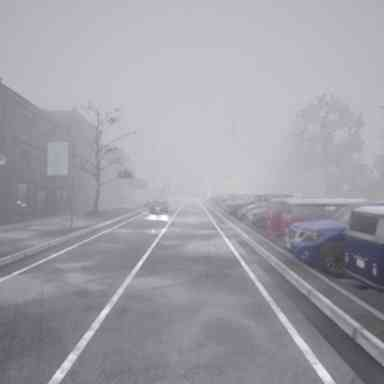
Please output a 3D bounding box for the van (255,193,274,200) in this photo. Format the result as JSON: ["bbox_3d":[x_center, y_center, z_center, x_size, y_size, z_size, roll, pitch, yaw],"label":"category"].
[{"bbox_3d":[18.736,1.131,85.768,4.442,1.987,1.878,0,0,0],"label":"van"}]

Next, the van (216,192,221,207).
[{"bbox_3d":[5.509,1.192,40.846,4.442,1.987,1.878,0,0,0],"label":"van"}]

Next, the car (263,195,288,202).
[{"bbox_3d":[18.632,1.353,74.625,5.008,1.535,2.097,0,0,0],"label":"car"}]

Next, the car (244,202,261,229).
[{"bbox_3d":[5.664,1.482,18.421,4.892,1.521,2.231,0,0,0],"label":"car"}]

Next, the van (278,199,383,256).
[{"bbox_3d":[5.798,1.271,12.814,4.442,1.987,1.878,0,0,0],"label":"van"}]

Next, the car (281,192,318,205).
[{"bbox_3d":[18.642,1.113,57.916,5.566,2.045,2.435,0,0,0],"label":"car"}]

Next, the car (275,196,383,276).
[{"bbox_3d":[5.659,1.254,10.009,5.566,2.045,2.435,0,0,0],"label":"car"}]

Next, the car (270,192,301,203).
[{"bbox_3d":[18.626,1.100,66.271,5.566,2.045,2.435,0,0,0],"label":"car"}]

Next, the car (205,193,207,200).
[{"bbox_3d":[5.546,1.387,66.074,4.792,1.488,2.163,0,0,0],"label":"car"}]

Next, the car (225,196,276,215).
[{"bbox_3d":[5.611,1.316,32.437,4.553,1.767,2.185,0,0,0],"label":"car"}]

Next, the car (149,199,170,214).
[{"bbox_3d":[-3.272,1.456,34.460,2.128,1.511,4.902,0,0,0],"label":"car"}]

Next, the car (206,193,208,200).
[{"bbox_3d":[5.581,1.364,60.466,5.008,1.535,2.097,0,0,0],"label":"car"}]

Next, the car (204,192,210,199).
[{"bbox_3d":[5.565,1.357,68.872,4.892,1.521,2.231,0,0,0],"label":"car"}]

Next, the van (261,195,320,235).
[{"bbox_3d":[5.793,1.263,15.617,4.442,1.987,1.878,0,0,0],"label":"van"}]

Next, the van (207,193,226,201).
[{"bbox_3d":[5.669,1.133,77.287,4.442,1.987,1.878,0,0,0],"label":"van"}]

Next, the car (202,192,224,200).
[{"bbox_3d":[5.566,1.116,88.499,5.566,2.045,2.435,0,0,0],"label":"car"}]

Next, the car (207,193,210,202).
[{"bbox_3d":[5.777,1.367,57.667,5.366,1.575,1.946,0,0,0],"label":"car"}]

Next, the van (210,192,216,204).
[{"bbox_3d":[5.486,1.161,52.059,4.442,1.987,1.878,0,0,0],"label":"van"}]

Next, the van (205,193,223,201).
[{"bbox_3d":[5.428,1.136,82.893,4.442,1.987,1.878,0,0,0],"label":"van"}]

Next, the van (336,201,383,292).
[{"bbox_3d":[5.810,1.287,7.209,4.442,1.987,1.878,0,0,0],"label":"van"}]

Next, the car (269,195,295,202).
[{"bbox_3d":[18.678,1.380,69.055,4.792,1.488,2.163,0,0,0],"label":"car"}]

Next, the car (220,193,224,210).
[{"bbox_3d":[5.620,1.198,29.633,5.566,2.045,2.435,0,0,0],"label":"car"}]

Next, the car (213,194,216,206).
[{"bbox_3d":[5.615,1.410,43.650,5.008,1.535,2.097,0,0,0],"label":"car"}]

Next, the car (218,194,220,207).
[{"bbox_3d":[5.662,1.300,38.043,4.553,1.767,2.185,0,0,0],"label":"car"}]

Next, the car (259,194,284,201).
[{"bbox_3d":[18.447,1.351,77.411,5.366,1.575,1.946,0,0,0],"label":"car"}]

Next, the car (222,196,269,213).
[{"bbox_3d":[5.605,1.308,35.240,4.553,1.767,2.185,0,0,0],"label":"car"}]

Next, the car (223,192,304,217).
[{"bbox_3d":[5.625,1.206,26.830,5.566,2.045,2.435,0,0,0],"label":"car"}]

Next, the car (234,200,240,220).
[{"bbox_3d":[5.657,1.506,24.027,4.674,1.452,2.002,0,0,0],"label":"car"}]

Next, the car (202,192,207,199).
[{"bbox_3d":[5.592,1.106,71.679,5.566,2.045,2.435,0,0,0],"label":"car"}]

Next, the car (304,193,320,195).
[{"bbox_3d":[18.648,1.121,55.254,5.566,2.045,2.435,0,0,0],"label":"car"}]

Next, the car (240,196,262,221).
[{"bbox_3d":[5.696,1.348,21.224,4.553,1.767,2.185,0,0,0],"label":"car"}]
